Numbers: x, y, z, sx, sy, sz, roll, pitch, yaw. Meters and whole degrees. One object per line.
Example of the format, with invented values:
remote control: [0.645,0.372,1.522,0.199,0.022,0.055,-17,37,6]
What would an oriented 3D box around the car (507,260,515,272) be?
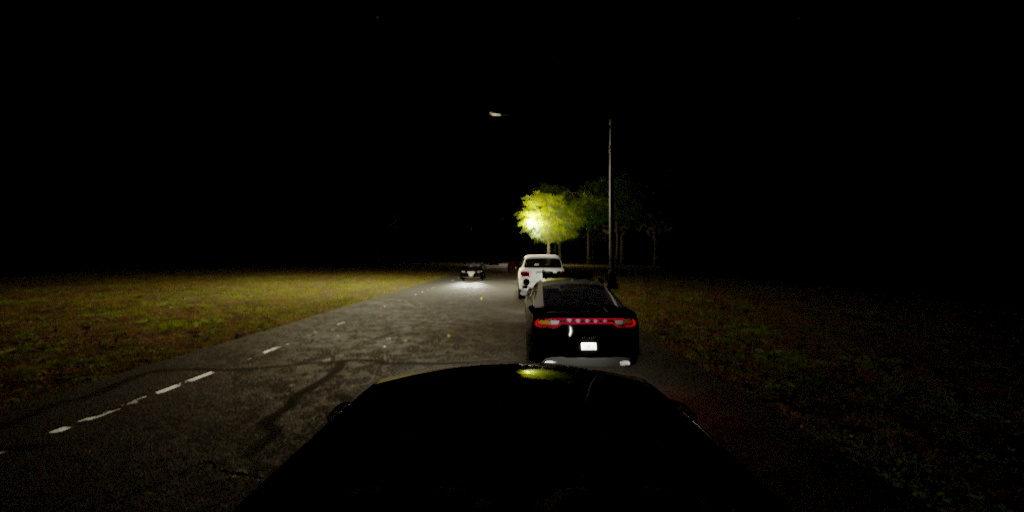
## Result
car: [0.458,1.245,44.863,1.812,1.442,4.674,0,0,0]

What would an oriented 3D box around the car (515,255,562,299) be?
car: [1.382,0.952,17.968,2.150,2.045,5.566,0,0,1]

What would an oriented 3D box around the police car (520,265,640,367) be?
police car: [1.216,1.161,8.024,1.930,1.638,5.238,0,0,1]

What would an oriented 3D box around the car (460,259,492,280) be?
car: [-3.165,1.213,30.242,2.128,1.511,4.902,0,0,0]
